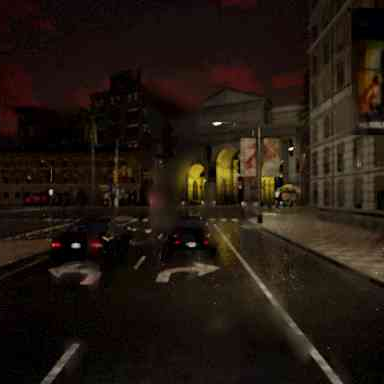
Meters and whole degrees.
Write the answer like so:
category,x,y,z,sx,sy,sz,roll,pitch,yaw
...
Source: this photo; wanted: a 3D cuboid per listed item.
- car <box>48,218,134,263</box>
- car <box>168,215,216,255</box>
category,x,y,z,sx,sy,sz,roll,pitch,yaw
car,-3.497,1.686,12.514,2.033,1.411,5.357,0,-1,0
car,0.013,1.679,13.872,1.812,1.442,4.674,0,0,0
